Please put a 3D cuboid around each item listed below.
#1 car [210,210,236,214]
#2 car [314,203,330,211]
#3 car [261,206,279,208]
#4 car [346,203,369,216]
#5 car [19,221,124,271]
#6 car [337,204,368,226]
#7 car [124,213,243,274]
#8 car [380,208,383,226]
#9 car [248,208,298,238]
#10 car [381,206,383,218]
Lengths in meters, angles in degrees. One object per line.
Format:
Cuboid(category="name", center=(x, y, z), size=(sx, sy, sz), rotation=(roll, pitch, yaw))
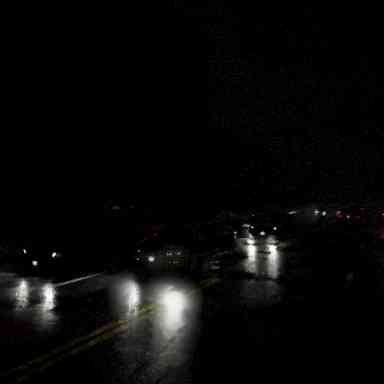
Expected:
Cuboid(category="car", center=(1.818, 1.923, 21.318), size=(1.812, 1.442, 4.674), rotation=(-1, -1, 30))
Cuboid(category="car", center=(22.422, 2.588, 57.192), size=(1.994, 1.385, 4.181), rotation=(-1, -1, 30))
Cuboid(category="car", center=(7.036, 2.062, 30.344), size=(1.837, 1.490, 4.892), rotation=(-1, -1, 30))
Cuboid(category="car", center=(20.233, 2.212, 40.133), size=(2.128, 1.511, 4.902), rotation=(-1, -1, 30))
Cuboid(category="car", center=(-3.377, 1.781, 12.260), size=(2.033, 1.411, 5.357), rotation=(-1, -1, 30))
Cuboid(category="car", center=(13.754, 2.072, 28.778), size=(2.033, 1.411, 5.357), rotation=(-1, -1, 30))
Cuboid(category="car", center=(0.035, 1.726, 11.679), size=(1.837, 1.490, 4.892), rotation=(-1, -1, 30))
Cuboid(category="car", center=(16.920, 1.856, 27.793), size=(2.097, 1.767, 4.553), rotation=(-1, -1, 30))
Cuboid(category="car", center=(5.214, 1.932, 20.713), size=(2.033, 1.411, 5.357), rotation=(-1, -1, 29))
Cuboid(category="car", center=(23.166, 2.293, 38.711), size=(1.895, 1.301, 4.718), rotation=(-1, -1, 30))
